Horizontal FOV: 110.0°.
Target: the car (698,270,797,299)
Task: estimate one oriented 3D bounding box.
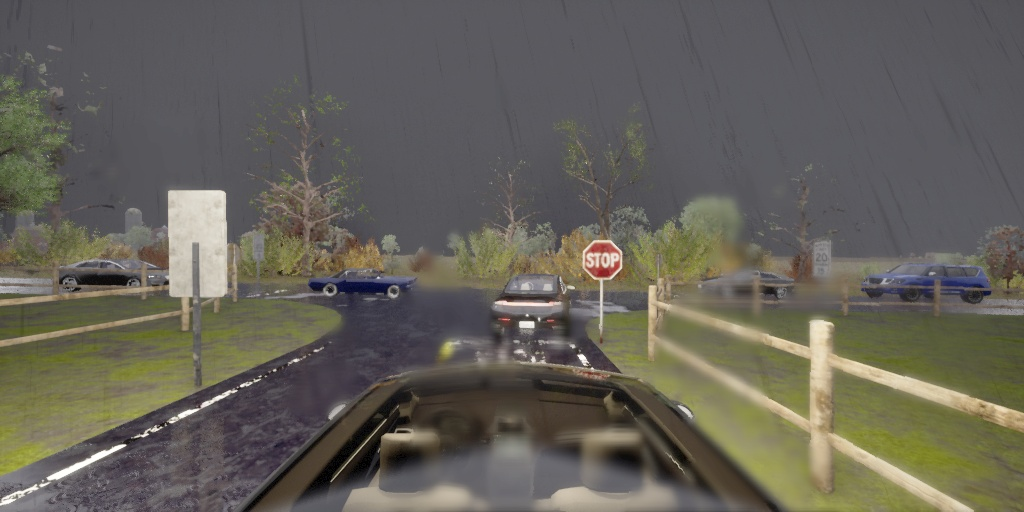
[{"bbox_3d":[13.003,1.525,19.932,4.902,1.511,2.128,1,1,0],"label":"car"}]

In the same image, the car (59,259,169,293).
[{"bbox_3d":[-18.490,0.885,17.020,4.902,1.511,2.128,1,1,0],"label":"car"}]

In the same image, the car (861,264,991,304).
[{"bbox_3d":[22.899,1.466,19.922,5.566,2.045,2.150,1,1,0],"label":"car"}]

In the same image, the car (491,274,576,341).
[{"bbox_3d":[0.706,1.240,9.973,2.128,1.511,4.902,0,0,9],"label":"car"}]

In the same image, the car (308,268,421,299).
[{"bbox_3d":[-6.823,1.248,17.004,4.718,1.301,1.895,1,1,0],"label":"car"}]
